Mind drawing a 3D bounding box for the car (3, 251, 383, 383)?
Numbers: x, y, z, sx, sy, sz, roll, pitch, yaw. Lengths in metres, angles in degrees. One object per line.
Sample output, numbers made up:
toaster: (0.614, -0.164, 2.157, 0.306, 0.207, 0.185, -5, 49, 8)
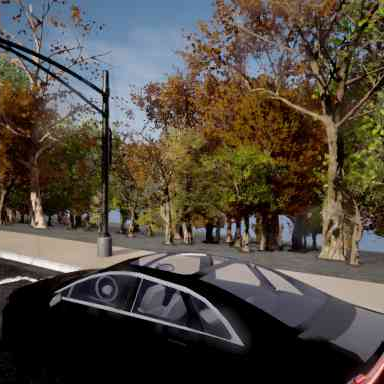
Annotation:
car: (-0.382, 1.491, 3.963, 4.902, 1.511, 2.128, 0, 0, 36)
